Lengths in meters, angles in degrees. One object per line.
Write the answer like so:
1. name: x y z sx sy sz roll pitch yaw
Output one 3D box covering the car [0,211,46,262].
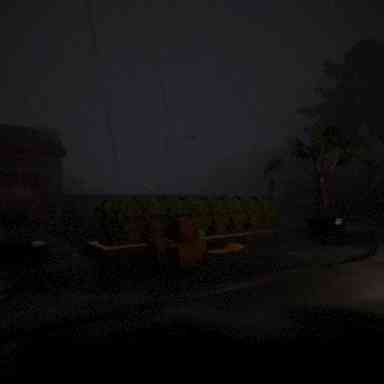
1. car: -6.208 1.353 10.969 2.033 1.415 5.357 0 0 -33
